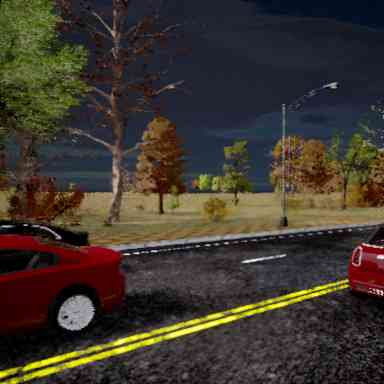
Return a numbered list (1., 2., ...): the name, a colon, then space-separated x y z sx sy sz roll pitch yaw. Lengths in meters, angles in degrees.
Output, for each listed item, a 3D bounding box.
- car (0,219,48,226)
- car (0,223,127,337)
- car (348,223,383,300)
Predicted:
1. car: -4.921 1.476 8.117 4.892 1.490 1.837 0 0 -35
2. car: -3.512 1.458 5.131 5.008 1.535 1.882 0 0 -35
3. car: 5.442 1.359 7.151 4.553 1.767 2.097 0 0 -34
